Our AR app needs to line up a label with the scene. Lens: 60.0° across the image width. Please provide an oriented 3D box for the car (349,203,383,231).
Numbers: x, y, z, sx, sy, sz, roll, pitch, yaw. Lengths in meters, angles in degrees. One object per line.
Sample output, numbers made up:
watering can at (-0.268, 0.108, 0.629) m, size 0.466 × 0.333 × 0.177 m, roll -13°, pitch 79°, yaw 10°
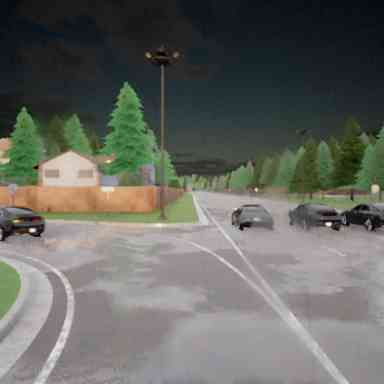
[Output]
car at (10.543, 1.399, 19.554) m, size 1.837 × 1.490 × 4.892 m, roll 0°, pitch 0°, yaw 0°

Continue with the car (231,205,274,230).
car at (3.541, 1.456, 20.088) m, size 1.994 × 1.385 × 4.181 m, roll 0°, pitch 0°, yaw 0°

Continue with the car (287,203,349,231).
car at (7.044, 1.399, 19.577) m, size 1.837 × 1.490 × 4.892 m, roll 0°, pitch 0°, yaw 0°

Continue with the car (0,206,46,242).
car at (-9.036, 1.420, 15.878) m, size 4.892 × 1.490 × 1.837 m, roll 0°, pitch 0°, yaw 32°
